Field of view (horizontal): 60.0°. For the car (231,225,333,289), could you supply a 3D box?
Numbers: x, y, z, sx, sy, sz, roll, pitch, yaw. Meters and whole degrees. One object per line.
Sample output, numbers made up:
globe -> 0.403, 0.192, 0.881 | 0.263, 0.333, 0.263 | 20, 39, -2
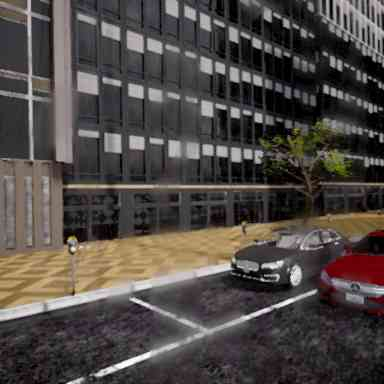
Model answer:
car -> 2.963, 1.661, 9.454 | 4.403, 1.369, 2.008 | 0, -2, -41

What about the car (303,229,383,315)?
car -> 4.561, 1.583, 7.270 | 4.674, 1.442, 1.812 | 0, -1, -41
